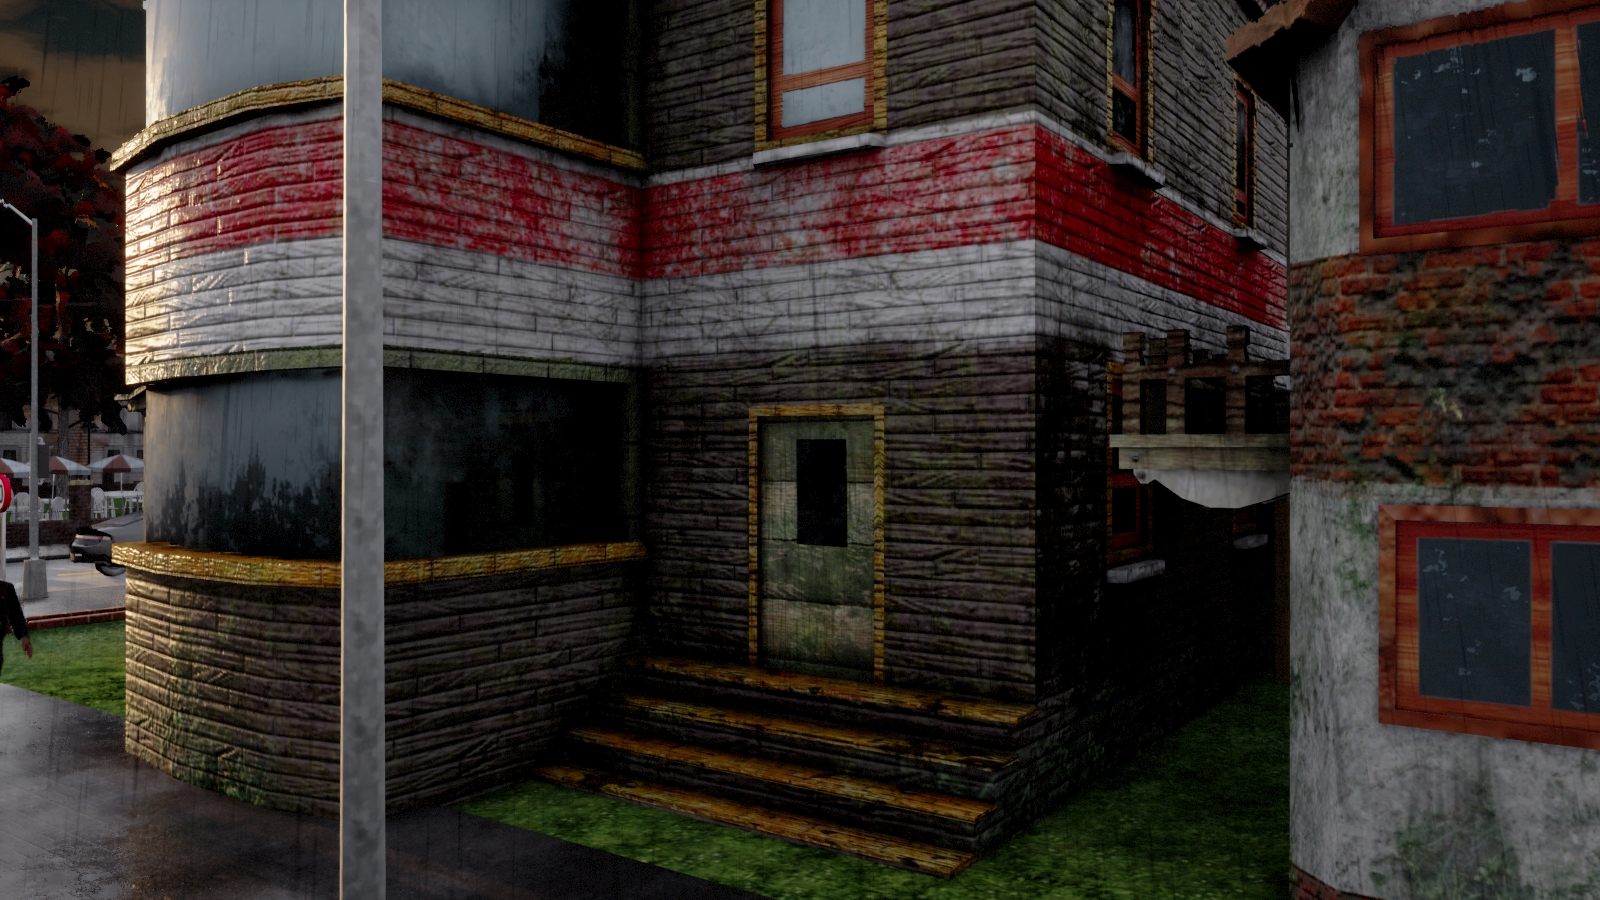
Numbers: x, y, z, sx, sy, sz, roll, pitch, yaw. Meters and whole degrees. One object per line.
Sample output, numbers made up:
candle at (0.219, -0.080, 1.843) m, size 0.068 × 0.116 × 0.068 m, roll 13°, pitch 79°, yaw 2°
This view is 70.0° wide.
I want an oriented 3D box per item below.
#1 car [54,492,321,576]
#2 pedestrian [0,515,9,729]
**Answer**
car at (-13.748, 1.817, 25.958) m, size 2.128 × 1.511 × 4.902 m, roll 0°, pitch 0°, yaw 34°
pedestrian at (-7.254, 1.521, 10.107) m, size 0.375 × 1.860 × 0.375 m, roll 0°, pitch 0°, yaw -42°
